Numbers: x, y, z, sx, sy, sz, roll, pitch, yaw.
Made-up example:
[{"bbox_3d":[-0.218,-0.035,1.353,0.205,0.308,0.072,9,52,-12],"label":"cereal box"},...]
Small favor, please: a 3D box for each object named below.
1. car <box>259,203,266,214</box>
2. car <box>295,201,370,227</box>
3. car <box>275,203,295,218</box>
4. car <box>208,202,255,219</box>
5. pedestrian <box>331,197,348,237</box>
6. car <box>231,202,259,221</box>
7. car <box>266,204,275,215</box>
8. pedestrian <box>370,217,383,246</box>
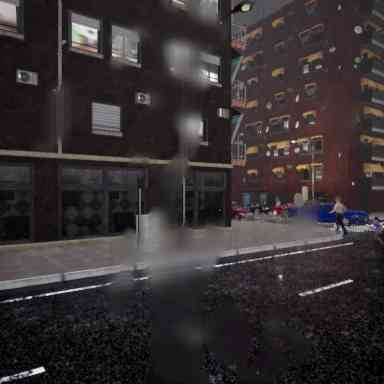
[{"bbox_3d":[7.333,1.918,39.395,1.947,1.339,4.313,-1,0,-36],"label":"car"},{"bbox_3d":[10.470,1.646,24.621,1.882,1.535,5.008,0,0,-31],"label":"car"},{"bbox_3d":[10.419,1.585,30.605,2.097,1.767,4.553,0,-1,-36],"label":"car"},{"bbox_3d":[3.936,1.799,34.231,1.882,1.535,5.008,0,-1,-36],"label":"car"},{"bbox_3d":[7.023,1.135,15.860,0.375,1.860,0.375,0,0,-35],"label":"pedestrian"},{"bbox_3d":[3.681,1.861,30.196,1.802,1.307,4.206,-1,0,-36],"label":"car"},{"bbox_3d":[10.448,1.827,35.082,1.887,1.381,4.507,-1,0,-36],"label":"car"},{"bbox_3d":[7.743,1.574,13.802,0.375,1.300,0.375,0,0,-35],"label":"pedestrian"}]
